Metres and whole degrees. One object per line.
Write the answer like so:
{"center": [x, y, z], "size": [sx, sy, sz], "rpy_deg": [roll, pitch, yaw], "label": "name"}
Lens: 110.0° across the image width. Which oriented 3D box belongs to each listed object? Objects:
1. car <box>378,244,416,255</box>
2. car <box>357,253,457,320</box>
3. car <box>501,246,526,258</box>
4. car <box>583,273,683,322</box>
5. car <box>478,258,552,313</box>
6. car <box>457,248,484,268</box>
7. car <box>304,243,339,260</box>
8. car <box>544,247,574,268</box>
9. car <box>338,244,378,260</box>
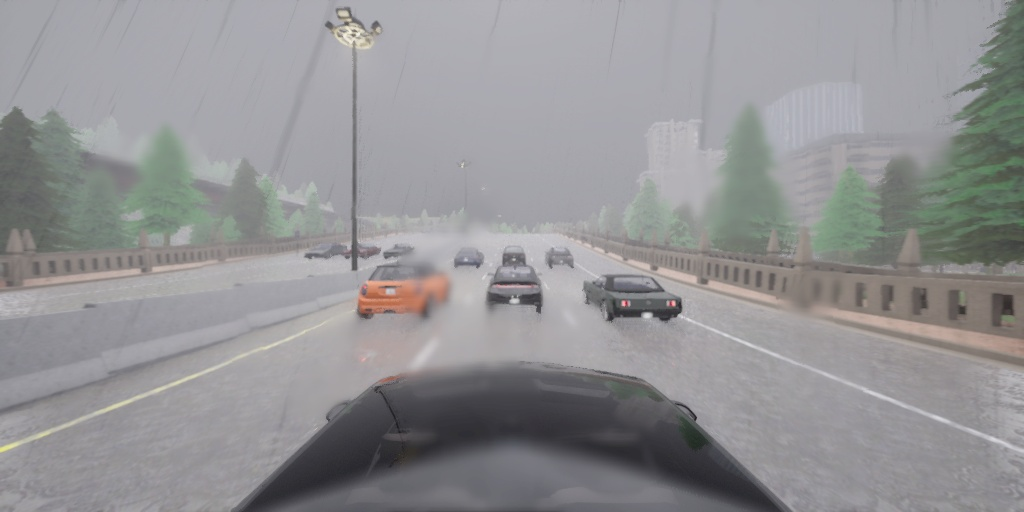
{"center": [-10.536, -0.449, 33.793], "size": [1.895, 1.301, 4.718], "rpy_deg": [0, 6, 0], "label": "car"}
{"center": [-3.393, 0.946, 12.211], "size": [2.097, 1.767, 4.553], "rpy_deg": [0, 2, 0], "label": "car"}
{"center": [0.146, -0.132, 29.809], "size": [1.882, 1.535, 5.008], "rpy_deg": [0, 6, 0], "label": "car"}
{"center": [3.607, 1.219, 11.744], "size": [1.895, 1.301, 4.718], "rpy_deg": [0, 2, 0], "label": "car"}
{"center": [0.111, 1.054, 13.194], "size": [2.128, 1.511, 4.902], "rpy_deg": [0, 2, 0], "label": "car"}
{"center": [-3.357, 0.062, 28.727], "size": [1.994, 1.385, 4.181], "rpy_deg": [0, 6, 0], "label": "car"}
{"center": [-17.535, -0.554, 34.194], "size": [2.033, 1.411, 5.357], "rpy_deg": [0, 6, 0], "label": "car"}
{"center": [3.640, 0.046, 28.197], "size": [2.128, 1.511, 4.902], "rpy_deg": [0, 6, 0], "label": "car"}
{"center": [-14.036, -0.452, 33.787], "size": [1.895, 1.301, 4.718], "rpy_deg": [0, 6, 0], "label": "car"}
